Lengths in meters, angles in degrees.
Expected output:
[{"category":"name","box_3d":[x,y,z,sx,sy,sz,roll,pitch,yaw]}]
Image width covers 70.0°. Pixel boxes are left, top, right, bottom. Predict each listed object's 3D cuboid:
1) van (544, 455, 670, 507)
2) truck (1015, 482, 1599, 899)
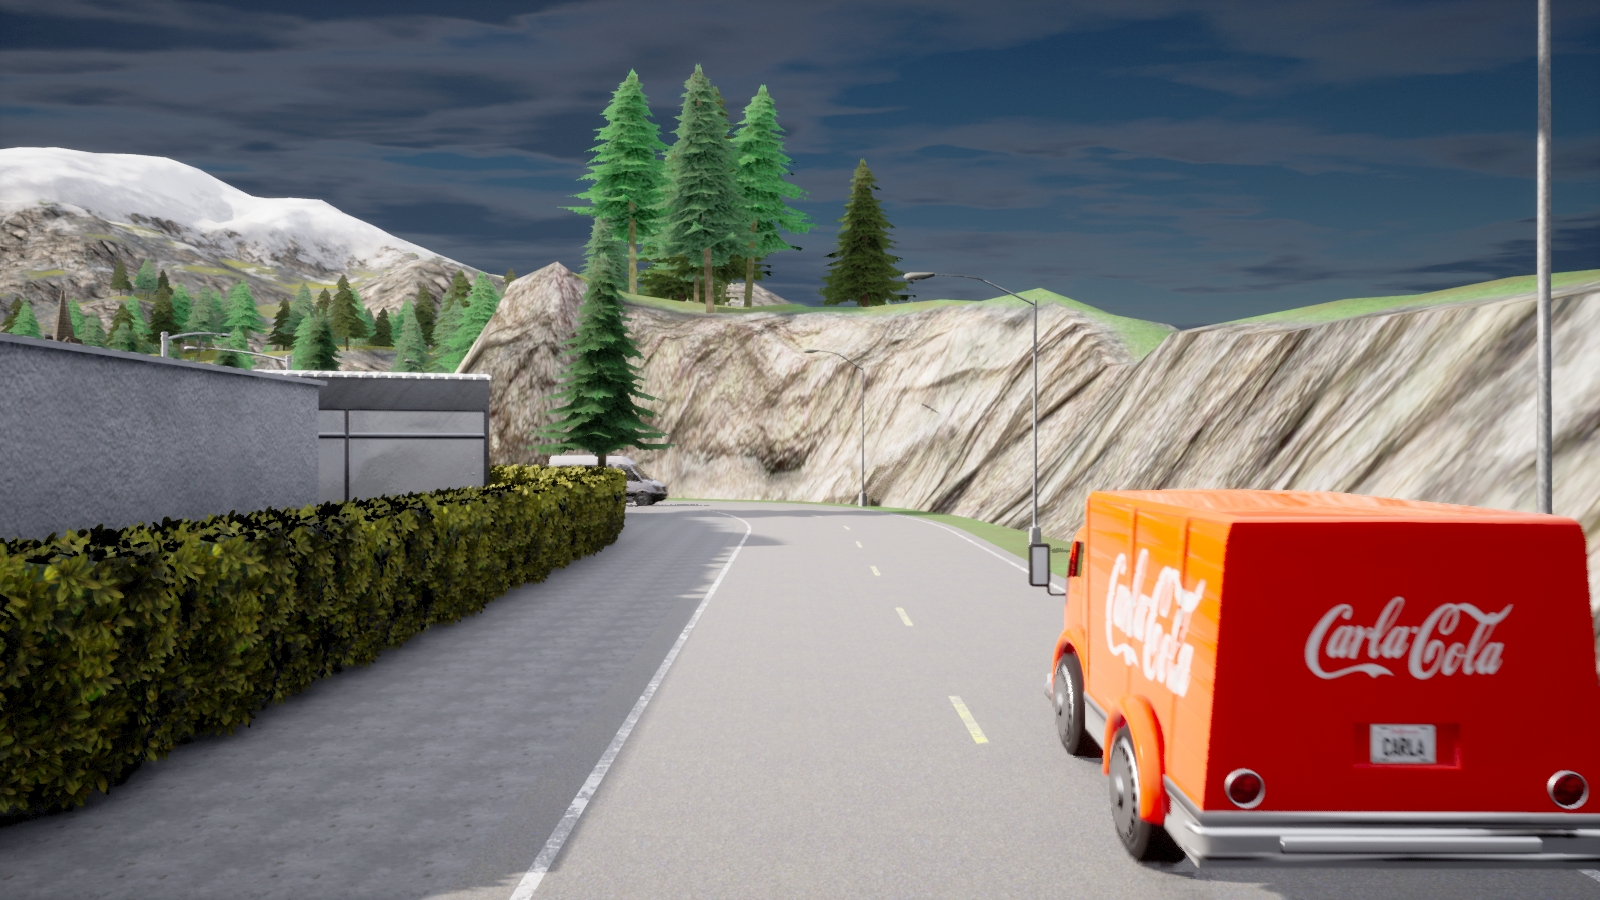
[{"category":"van","box_3d":[-9.604,1.533,57.240,5.915,2.561,1.988,0,0,4]},{"category":"truck","box_3d":[3.478,1.564,9.032,2.627,2.467,5.204,0,0,1]}]
